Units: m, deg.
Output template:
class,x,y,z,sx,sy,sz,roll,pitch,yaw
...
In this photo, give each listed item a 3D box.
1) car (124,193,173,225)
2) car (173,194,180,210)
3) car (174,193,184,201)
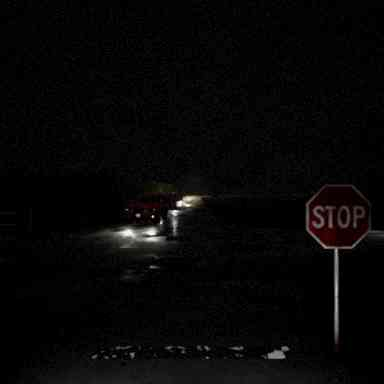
class,x,y,z,sx,sy,sz,roll,pitch,yaw
car,-3.111,1.126,23.745,2.150,2.045,5.566,0,0,6
car,-2.680,1.278,38.551,1.837,1.490,4.892,0,0,0
car,-2.633,0.936,62.200,2.128,1.511,4.902,0,1,0
